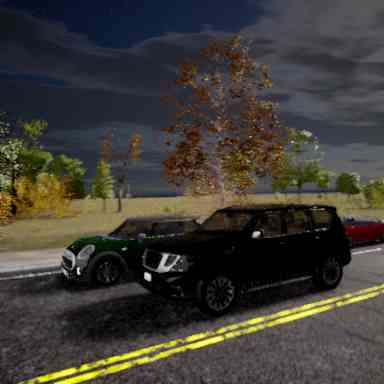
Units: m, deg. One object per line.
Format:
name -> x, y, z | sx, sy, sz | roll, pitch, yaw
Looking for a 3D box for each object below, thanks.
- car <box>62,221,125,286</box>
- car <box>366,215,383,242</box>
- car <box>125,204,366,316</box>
car -> -1.487, 1.533, 10.081 | 4.553, 1.767, 2.097 | 0, -1, -31
car -> 7.397, 1.738, 15.475 | 4.718, 1.301, 1.895 | 0, -1, -31
car -> 1.478, 1.332, 8.082 | 5.566, 2.045, 2.150 | 0, -1, -31
